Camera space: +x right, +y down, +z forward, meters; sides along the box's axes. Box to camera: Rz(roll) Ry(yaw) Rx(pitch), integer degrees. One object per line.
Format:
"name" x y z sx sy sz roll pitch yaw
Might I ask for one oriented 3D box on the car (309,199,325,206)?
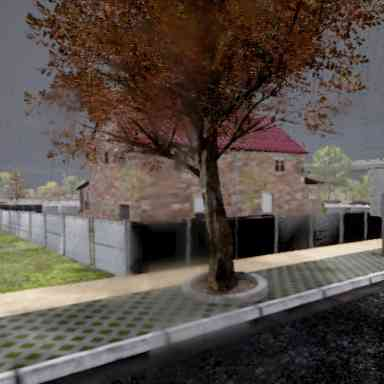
"car" 24.057 2.223 66.245 1.837 1.490 4.892 -1 -1 0

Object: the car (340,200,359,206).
"car" 33.857 2.336 71.620 1.895 1.301 4.718 -1 -1 0

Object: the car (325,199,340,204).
"car" 27.302 2.234 65.484 2.033 1.411 5.357 -1 -1 0

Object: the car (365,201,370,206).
"car" 27.097 2.250 49.383 1.812 1.442 4.674 -2 -1 0

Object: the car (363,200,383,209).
"car" 33.772 2.230 61.577 1.812 1.442 4.674 -1 -1 0

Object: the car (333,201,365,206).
"car" 23.859 2.426 50.679 1.895 1.301 4.718 -2 -1 2

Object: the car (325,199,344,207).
"car" 30.605 2.326 71.619 1.837 1.490 4.892 -1 -1 0
